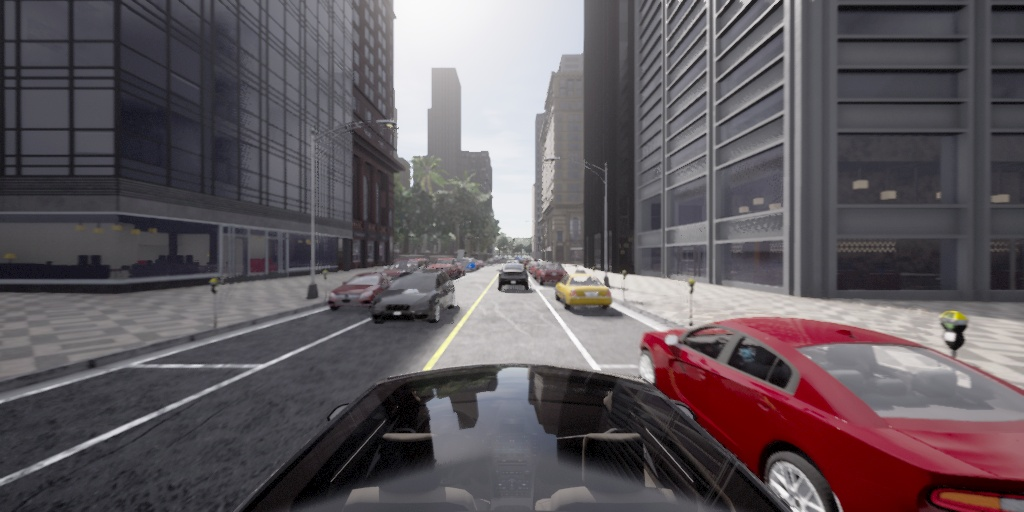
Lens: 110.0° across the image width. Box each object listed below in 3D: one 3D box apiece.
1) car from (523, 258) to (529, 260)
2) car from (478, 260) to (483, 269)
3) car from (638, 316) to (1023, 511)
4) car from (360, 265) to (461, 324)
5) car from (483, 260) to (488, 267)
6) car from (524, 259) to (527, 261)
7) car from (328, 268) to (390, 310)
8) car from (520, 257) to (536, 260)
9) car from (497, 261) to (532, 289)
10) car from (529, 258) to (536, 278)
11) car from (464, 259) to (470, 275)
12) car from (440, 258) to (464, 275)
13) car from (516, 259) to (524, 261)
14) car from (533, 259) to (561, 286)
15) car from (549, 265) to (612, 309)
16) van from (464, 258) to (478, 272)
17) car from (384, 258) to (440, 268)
[{"bbox_3d":[2.745,1.306,47.285,1.751,1.417,4.829,0,0,0],"label":"car"},{"bbox_3d":[-5.782,1.224,52.553,1.967,1.591,4.097,0,0,0],"label":"car"},{"bbox_3d":[2.761,1.296,3.715,1.888,1.381,4.507,0,0,0],"label":"car"},{"bbox_3d":[-3.088,1.254,12.112,1.837,1.490,4.892,0,1,0],"label":"car"},{"bbox_3d":[-5.787,1.374,63.406,1.802,1.307,4.207,0,0,0],"label":"car"},{"bbox_3d":[2.747,1.326,41.690,2.007,1.370,4.403,0,0,0],"label":"car"},{"bbox_3d":[-5.768,1.336,14.571,1.802,1.307,4.207,0,0,0],"label":"car"},{"bbox_3d":[2.743,1.100,52.540,2.192,1.841,5.009,0,0,0],"label":"car"},{"bbox_3d":[0.083,1.264,23.059,1.837,1.490,4.892,0,0,0],"label":"car"},{"bbox_3d":[2.751,1.206,30.840,1.967,1.591,4.097,0,0,0],"label":"car"},{"bbox_3d":[-5.776,1.315,36.274,1.888,1.381,4.507,0,0,0],"label":"car"},{"bbox_3d":[-5.774,1.080,30.849,2.192,1.841,5.009,0,0,0],"label":"car"},{"bbox_3d":[0.085,1.377,42.722,1.895,1.301,4.718,0,0,0],"label":"car"},{"bbox_3d":[2.753,1.201,25.415,1.967,1.591,4.097,0,0,0],"label":"car"},{"bbox_3d":[2.757,1.280,14.735,1.751,1.417,4.829,0,0,0],"label":"car"},{"bbox_3d":[-5.780,1.121,47.127,1.690,1.789,3.998,0,0,0],"label":"van"},{"bbox_3d":[-5.770,1.072,19.997,2.192,1.841,5.009,0,0,0],"label":"car"}]
